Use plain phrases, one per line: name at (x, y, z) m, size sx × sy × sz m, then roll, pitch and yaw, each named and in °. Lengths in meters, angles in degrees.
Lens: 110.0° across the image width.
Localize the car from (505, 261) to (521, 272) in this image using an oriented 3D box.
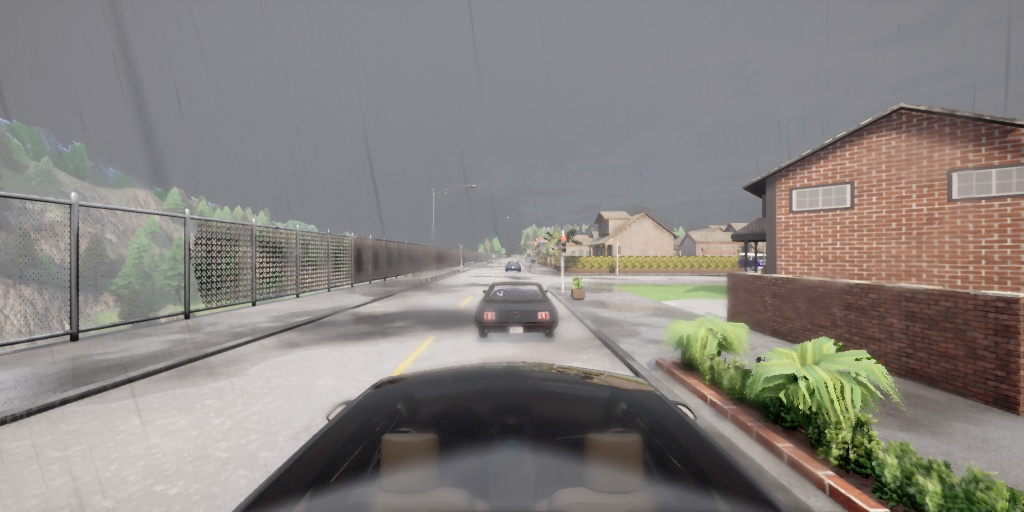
car at (0.152, 1.314, 46.230) m, size 1.994 × 1.385 × 4.181 m, roll 0°, pitch 0°, yaw 0°

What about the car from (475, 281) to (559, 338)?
car at (0.108, 1.351, 10.145) m, size 1.895 × 1.301 × 4.718 m, roll 0°, pitch 0°, yaw 0°
